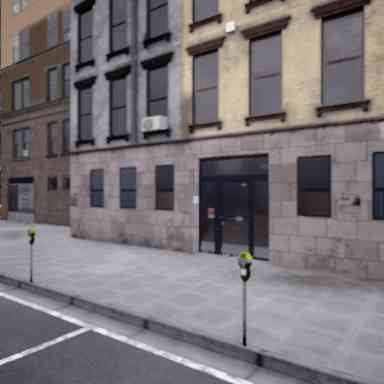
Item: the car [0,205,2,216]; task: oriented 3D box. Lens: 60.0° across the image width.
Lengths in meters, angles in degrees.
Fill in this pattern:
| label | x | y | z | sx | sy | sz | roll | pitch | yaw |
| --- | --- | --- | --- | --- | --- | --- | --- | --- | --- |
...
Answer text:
| label | x | y | z | sx | sy | sz | roll | pitch | yaw |
| --- | --- | --- | --- | --- | --- | --- | --- | --- | --- |
| car | -17.073 | 1.380 | 27.362 | 1.882 | 1.535 | 5.008 | 0 | 0 | 33 |
